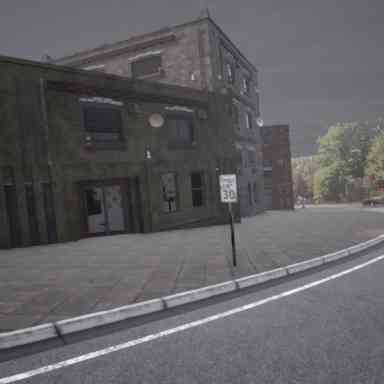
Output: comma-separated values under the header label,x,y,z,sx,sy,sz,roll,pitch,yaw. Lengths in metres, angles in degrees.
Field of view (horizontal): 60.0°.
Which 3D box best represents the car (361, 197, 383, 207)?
label,x,y,z,sx,sy,sz,roll,pitch,yaw
car,28.689,1.489,52.811,1.882,1.535,5.008,-5,-2,-1
